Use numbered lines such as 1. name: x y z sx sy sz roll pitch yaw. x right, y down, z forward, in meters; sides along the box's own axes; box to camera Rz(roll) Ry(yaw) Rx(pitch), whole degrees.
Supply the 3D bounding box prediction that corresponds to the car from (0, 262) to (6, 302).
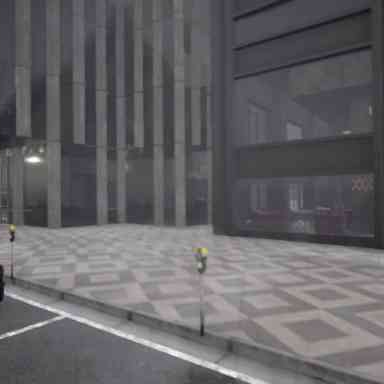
1. car: -5.472 1.589 6.760 4.313 1.339 1.947 0 -1 36
